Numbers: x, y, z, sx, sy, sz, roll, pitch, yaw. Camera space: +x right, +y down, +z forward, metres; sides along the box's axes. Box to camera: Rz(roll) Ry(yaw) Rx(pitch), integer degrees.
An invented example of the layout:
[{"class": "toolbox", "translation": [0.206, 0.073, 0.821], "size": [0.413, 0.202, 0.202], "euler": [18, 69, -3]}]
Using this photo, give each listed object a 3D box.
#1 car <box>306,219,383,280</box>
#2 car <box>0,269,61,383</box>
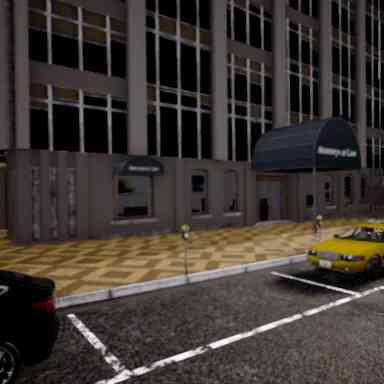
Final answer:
[{"class": "car", "translation": [5.388, 1.525, 9.951], "size": [4.829, 1.417, 1.752], "euler": [0, -1, -35]}, {"class": "car", "translation": [-3.673, 1.566, 3.491], "size": [4.313, 1.339, 1.947], "euler": [0, -1, -35]}]
